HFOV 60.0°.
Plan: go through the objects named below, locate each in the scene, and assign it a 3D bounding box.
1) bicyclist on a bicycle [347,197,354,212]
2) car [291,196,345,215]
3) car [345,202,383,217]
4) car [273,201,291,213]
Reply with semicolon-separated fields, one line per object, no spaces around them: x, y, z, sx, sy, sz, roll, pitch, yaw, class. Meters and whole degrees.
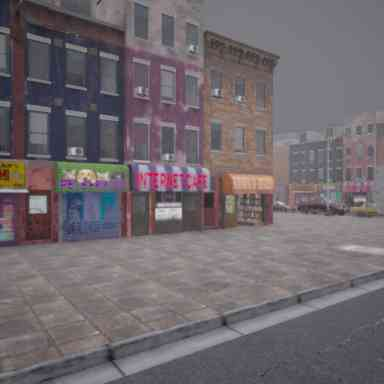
17.529;1.372;36.747;1.656;1.620;0.582;0;0;-35;bicyclist on a bicycle
12.973;1.376;33.409;2.192;1.841;5.009;0;0;-35;car
16.236;1.571;28.831;1.752;1.417;4.829;0;0;-35;car
9.809;1.657;37.849;1.802;1.307;4.206;0;0;-35;car
